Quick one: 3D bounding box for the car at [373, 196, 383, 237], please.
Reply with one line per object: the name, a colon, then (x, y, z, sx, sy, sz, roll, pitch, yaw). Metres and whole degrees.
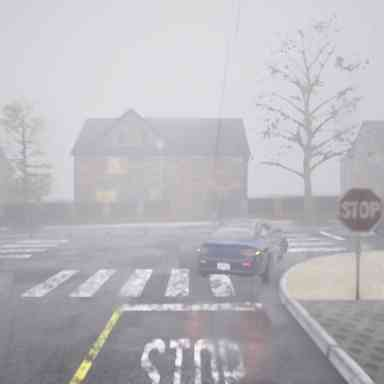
car: (10.255, 0.906, 15.714, 5.566, 2.045, 2.150, -1, 1, 0)

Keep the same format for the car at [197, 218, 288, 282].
car: (1.584, 1.501, 9.819, 1.812, 1.442, 4.674, -1, 1, 22)
